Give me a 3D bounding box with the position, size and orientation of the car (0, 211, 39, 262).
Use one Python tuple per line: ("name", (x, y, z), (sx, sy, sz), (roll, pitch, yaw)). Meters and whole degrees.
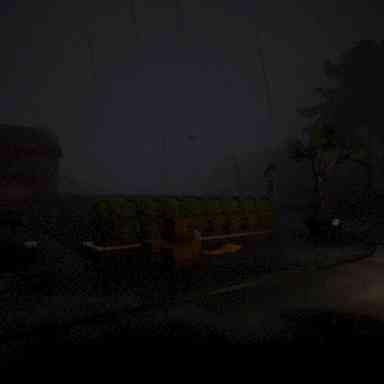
("car", (-6.358, 1.355, 10.862), (2.033, 1.415, 5.357), (0, 0, -33))
